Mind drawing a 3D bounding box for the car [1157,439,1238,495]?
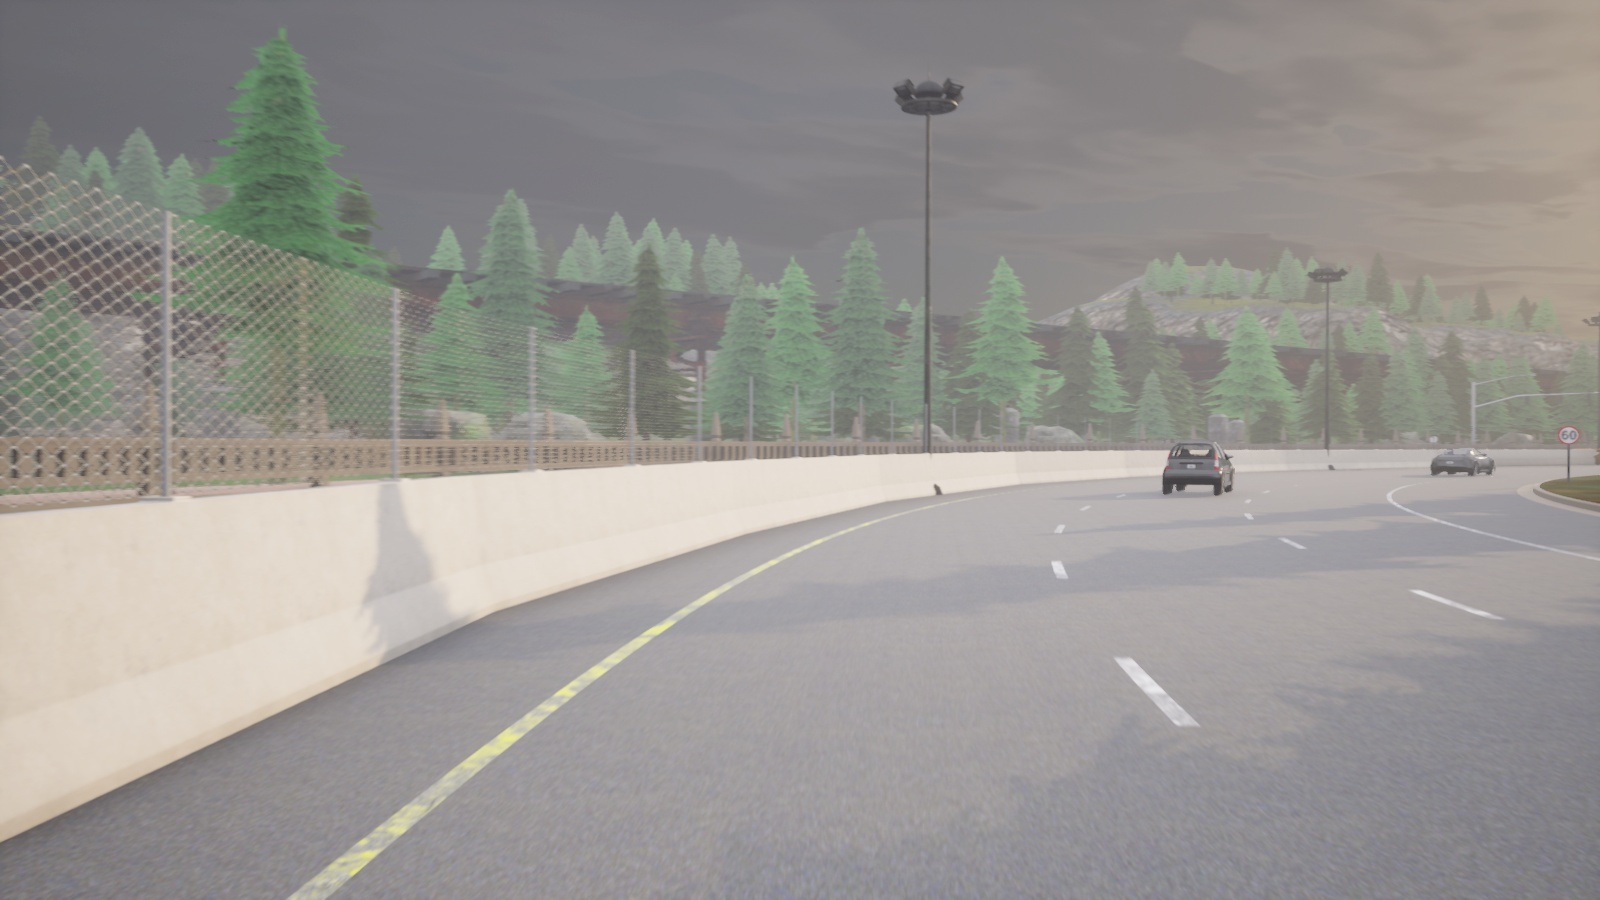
[{"bbox_3d":[12.238,0.489,38.490,1.851,1.617,3.988,0,0,25],"label":"car"}]

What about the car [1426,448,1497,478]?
[{"bbox_3d":[32.469,0.626,61.559,1.994,1.385,4.181,1,0,44],"label":"car"}]
